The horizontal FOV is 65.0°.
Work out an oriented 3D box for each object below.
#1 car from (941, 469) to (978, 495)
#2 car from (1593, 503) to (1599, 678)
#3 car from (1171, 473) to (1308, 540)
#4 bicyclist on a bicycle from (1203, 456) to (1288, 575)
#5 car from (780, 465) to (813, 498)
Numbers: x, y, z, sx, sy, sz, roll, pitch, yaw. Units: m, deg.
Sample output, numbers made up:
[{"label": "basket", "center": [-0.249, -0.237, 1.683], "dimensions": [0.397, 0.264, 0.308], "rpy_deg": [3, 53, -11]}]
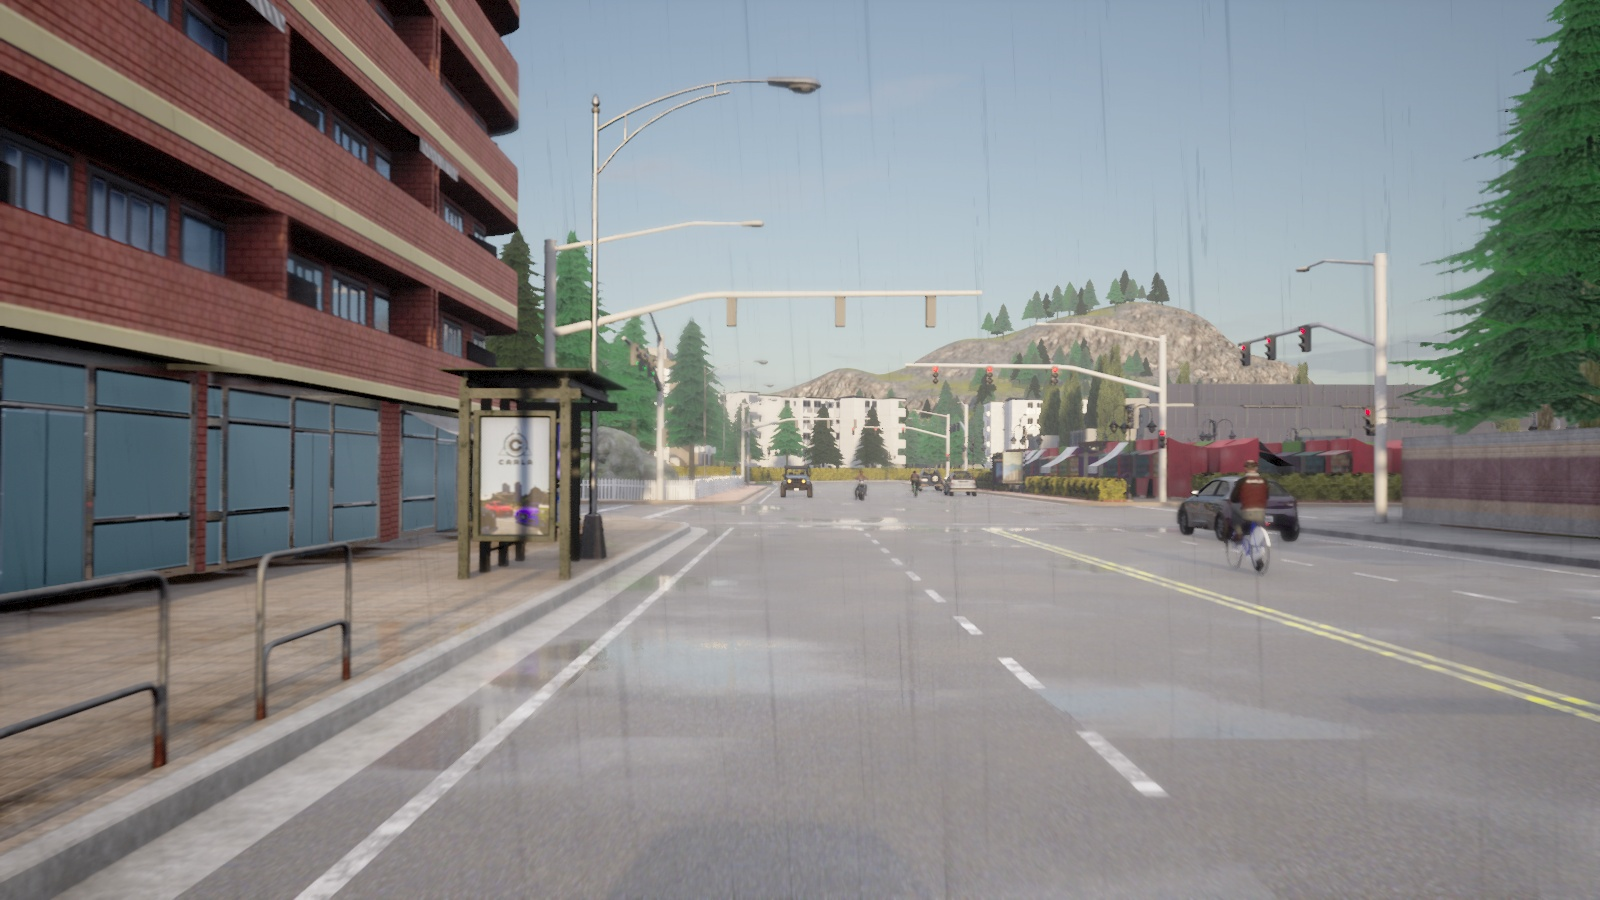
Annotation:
[{"label": "car", "center": [10.295, 2.029, 81.108], "dimensions": [1.851, 1.617, 3.988], "rpy_deg": [0, -1, 0]}, {"label": "car", "center": [6.973, 1.006, 7.101], "dimensions": [1.895, 1.301, 4.718], "rpy_deg": [0, -1, -1]}, {"label": "car", "center": [10.423, 1.291, 30.113], "dimensions": [1.816, 1.474, 4.193], "rpy_deg": [0, -1, 0]}, {"label": "bicyclist on a bicycle", "center": [6.949, 0.987, 19.691], "dimensions": [0.659, 1.776, 1.843], "rpy_deg": [0, -1, 0]}, {"label": "car", "center": [-0.188, 1.853, 74.188], "dimensions": [1.905, 1.878, 3.866], "rpy_deg": [0, -1, 0]}]
